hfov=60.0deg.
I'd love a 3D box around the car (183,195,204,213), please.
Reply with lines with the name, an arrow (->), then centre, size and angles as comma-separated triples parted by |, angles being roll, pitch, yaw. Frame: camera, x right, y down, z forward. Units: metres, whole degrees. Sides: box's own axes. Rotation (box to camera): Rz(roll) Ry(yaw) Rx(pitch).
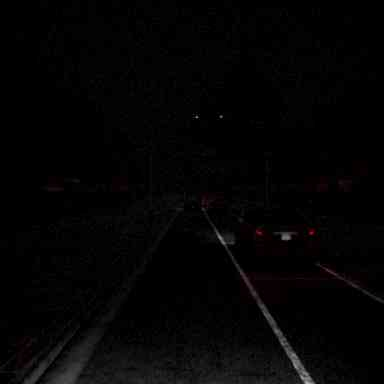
car -> 0.071, 1.373, 36.251 | 1.882, 1.535, 5.008 | 0, 0, 0

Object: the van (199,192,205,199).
van -> 2.640, 0.929, 88.843 | 1.690, 1.788, 3.998 | 0, 0, 0

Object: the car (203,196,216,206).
car -> 2.638, 1.350, 50.192 | 1.752, 1.417, 4.829 | 0, 0, 0

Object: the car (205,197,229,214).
car -> 2.638, 1.475, 33.385 | 1.947, 1.339, 4.313 | 0, 0, 0

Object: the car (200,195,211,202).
car -> 2.639, 1.283, 66.662 | 2.008, 1.369, 4.403 | 0, 0, 0

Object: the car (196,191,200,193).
car -> 2.640, 0.939, 83.297 | 2.192, 1.841, 5.009 | 0, 0, 0

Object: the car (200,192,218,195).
car -> 2.638, 1.168, 44.476 | 2.192, 1.841, 5.009 | 0, 0, 0

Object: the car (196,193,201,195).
car -> 0.037, 1.311, 48.510 | 1.882, 1.535, 5.008 | 0, 0, 1

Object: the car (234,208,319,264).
car -> 2.750, 1.336, 11.848 | 2.097, 1.767, 4.553 | 0, 0, 0

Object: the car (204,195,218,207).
car -> 2.638, 1.406, 39.101 | 1.752, 1.417, 4.829 | 0, 0, 0

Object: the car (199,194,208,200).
car -> 2.640, 1.226, 77.754 | 1.947, 1.339, 4.313 | 0, 0, 0
